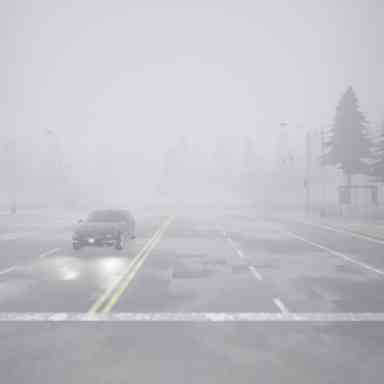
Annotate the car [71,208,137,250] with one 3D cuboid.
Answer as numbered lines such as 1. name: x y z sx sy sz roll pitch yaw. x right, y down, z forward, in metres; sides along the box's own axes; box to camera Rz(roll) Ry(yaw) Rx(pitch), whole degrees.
1. car: -3.584 1.491 14.285 1.837 1.490 4.892 0 0 0
